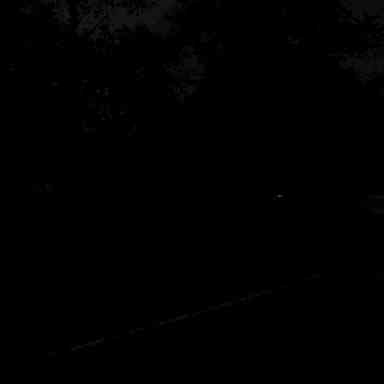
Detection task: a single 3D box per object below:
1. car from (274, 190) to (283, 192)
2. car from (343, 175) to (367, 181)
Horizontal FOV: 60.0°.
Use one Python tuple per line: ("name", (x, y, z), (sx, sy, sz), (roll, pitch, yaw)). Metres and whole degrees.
("car", (12.440, -0.302, 48.099), (1.994, 1.385, 4.181), (-4, 3, 4))
("car", (33.786, -3.058, 69.199), (4.553, 1.767, 2.097), (-3, 3, -2))
